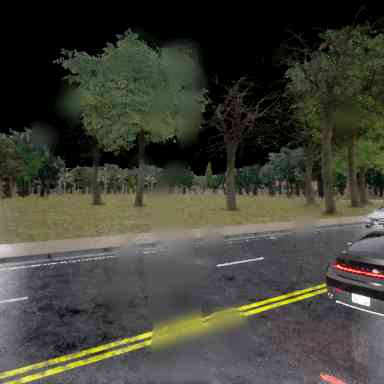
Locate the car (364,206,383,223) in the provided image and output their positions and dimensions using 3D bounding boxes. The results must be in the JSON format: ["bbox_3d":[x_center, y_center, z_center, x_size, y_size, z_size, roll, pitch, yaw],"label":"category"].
[{"bbox_3d":[12.577,1.531,20.684,4.674,1.442,1.812,0,0,-36],"label":"car"}]

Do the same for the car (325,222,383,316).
[{"bbox_3d":[4.713,1.505,6.816,4.892,1.490,1.837,0,0,-36],"label":"car"}]
